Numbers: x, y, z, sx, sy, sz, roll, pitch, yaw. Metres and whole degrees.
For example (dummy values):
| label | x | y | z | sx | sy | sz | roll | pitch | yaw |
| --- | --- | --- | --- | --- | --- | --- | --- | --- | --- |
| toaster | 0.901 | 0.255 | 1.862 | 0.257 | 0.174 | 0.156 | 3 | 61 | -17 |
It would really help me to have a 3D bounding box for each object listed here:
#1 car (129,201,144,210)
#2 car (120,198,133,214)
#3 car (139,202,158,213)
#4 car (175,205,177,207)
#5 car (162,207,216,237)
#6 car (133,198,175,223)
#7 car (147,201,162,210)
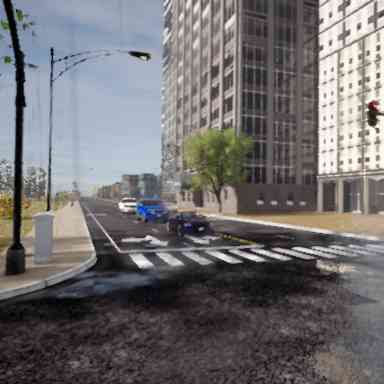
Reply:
| label | x | y | z | sx | sy | sz | roll | pitch | yaw |
| --- | --- | --- | --- | --- | --- | --- | --- | --- | --- |
| car | -9.848 | 2.385 | 58.666 | 1.994 | 1.385 | 4.181 | 1 | -1 | -19 |
| car | -8.153 | 1.807 | 43.520 | 2.150 | 2.045 | 5.566 | 1 | -1 | -19 |
| car | -6.472 | 2.228 | 48.932 | 1.812 | 1.442 | 4.674 | 1 | -1 | -18 |
| car | -3.532 | 2.370 | 50.292 | 1.895 | 1.301 | 4.718 | 1 | -1 | -19 |
| car | -0.134 | 1.859 | 20.127 | 1.994 | 1.385 | 4.181 | 1 | -1 | -19 |
| car | -3.620 | 1.642 | 30.283 | 2.150 | 2.045 | 5.566 | 1 | -1 | -19 |
| car | -6.774 | 2.410 | 59.722 | 1.812 | 1.442 | 4.674 | 1 | -1 | -19 |
